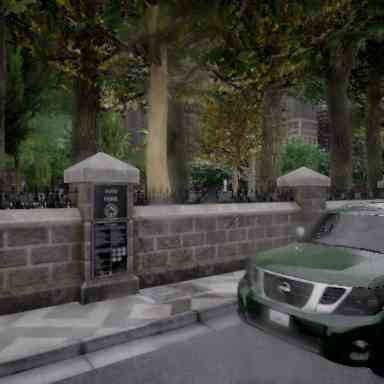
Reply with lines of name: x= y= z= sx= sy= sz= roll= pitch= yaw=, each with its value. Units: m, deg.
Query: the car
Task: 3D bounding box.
car: x=3.332 y=1.221 z=5.774 sx=5.566 sy=2.045 sz=2.150 roll=0 pitch=0 yaw=-36
